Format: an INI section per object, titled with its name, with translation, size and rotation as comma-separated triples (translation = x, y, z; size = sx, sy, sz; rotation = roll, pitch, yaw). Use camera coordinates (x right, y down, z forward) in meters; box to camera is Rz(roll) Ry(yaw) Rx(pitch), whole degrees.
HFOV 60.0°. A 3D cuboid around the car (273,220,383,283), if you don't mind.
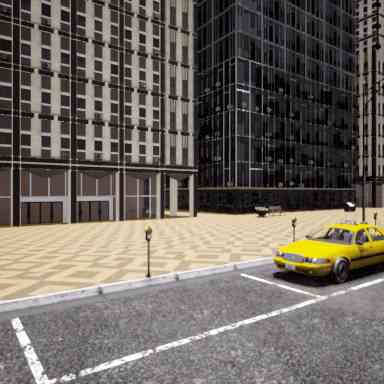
[car]
translation = 4.407, 1.525, 9.653
size = 4.829, 1.417, 1.752
rotation = 0, 0, -35
